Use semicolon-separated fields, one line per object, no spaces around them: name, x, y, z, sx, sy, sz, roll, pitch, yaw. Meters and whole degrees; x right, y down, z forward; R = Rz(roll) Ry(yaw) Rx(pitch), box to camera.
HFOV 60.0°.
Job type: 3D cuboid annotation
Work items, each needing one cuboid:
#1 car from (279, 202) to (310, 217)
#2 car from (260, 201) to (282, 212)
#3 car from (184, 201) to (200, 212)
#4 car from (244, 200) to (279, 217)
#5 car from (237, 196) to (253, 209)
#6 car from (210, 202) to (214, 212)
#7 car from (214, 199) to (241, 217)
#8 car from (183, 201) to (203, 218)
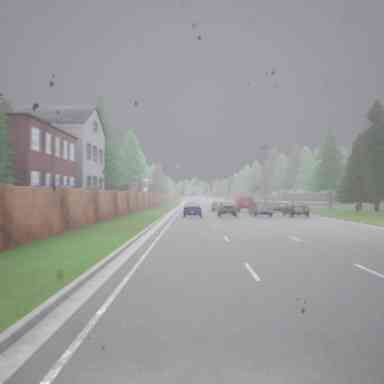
car;10.559;1.767;34.166;2.128;1.511;4.902;0;0;0
car;10.516;1.925;44.737;1.994;1.385;4.181;0;0;0
car;0.021;1.928;45.071;1.994;1.385;4.181;0;0;1
car;7.064;1.826;34.556;2.033;1.411;5.357;0;0;0
car;7.011;1.587;45.131;2.150;2.045;5.566;0;0;0
car;3.513;1.906;44.479;2.033;1.411;5.357;0;0;0
car;3.561;1.782;34.345;1.837;1.490;4.892;0;0;0
car;0.057;1.751;33.888;1.882;1.535;5.008;0;0;0
